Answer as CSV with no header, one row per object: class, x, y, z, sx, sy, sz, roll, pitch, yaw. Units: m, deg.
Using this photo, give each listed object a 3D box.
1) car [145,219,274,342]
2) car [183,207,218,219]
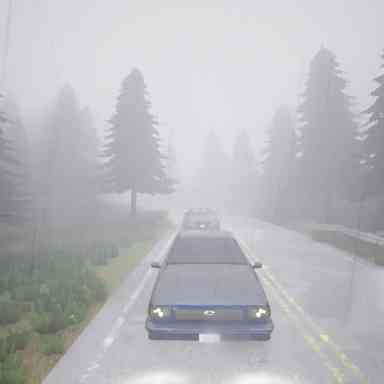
car,0.286,1.558,7.088,2.033,1.411,5.357,0,0,1
car,0.481,1.584,19.172,1.994,1.385,4.181,0,0,-2
